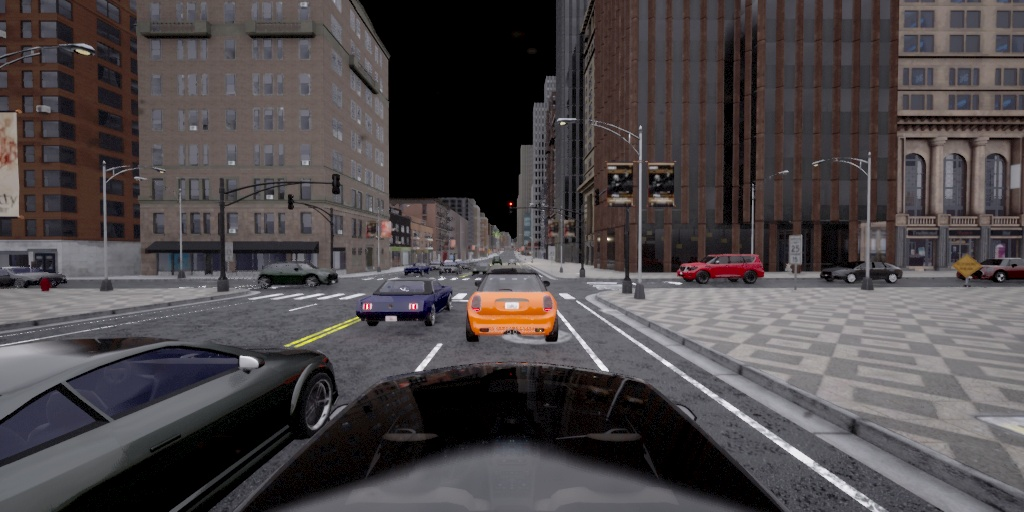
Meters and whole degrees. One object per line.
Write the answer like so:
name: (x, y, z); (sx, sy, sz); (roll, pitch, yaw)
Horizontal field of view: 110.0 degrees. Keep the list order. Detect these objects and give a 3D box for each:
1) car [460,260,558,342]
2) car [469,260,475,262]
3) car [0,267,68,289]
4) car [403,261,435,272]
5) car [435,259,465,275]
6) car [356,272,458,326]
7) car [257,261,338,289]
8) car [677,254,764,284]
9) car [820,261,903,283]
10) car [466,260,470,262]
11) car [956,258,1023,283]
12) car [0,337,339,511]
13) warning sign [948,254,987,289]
car: (0.010, 1.101, 9.934); (2.097, 1.767, 4.553); (0, 0, 0)
car: (-3.080, 1.367, 37.686); (1.895, 1.301, 4.718); (0, 0, 0)
car: (-32.893, 1.427, 23.648); (5.357, 1.411, 2.033); (0, 1, 0)
car: (-9.852, 1.367, 37.615); (1.895, 1.301, 4.718); (0, 0, 0)
car: (-6.600, 1.331, 38.822); (1.994, 1.385, 4.181); (0, 0, 0)
car: (-3.149, 1.351, 11.585); (1.895, 1.301, 4.718); (0, 0, 0)
car: (-13.892, 1.126, 23.429); (4.553, 1.767, 2.097); (-1, 0, 2)
car: (14.839, 0.876, 25.604); (5.566, 2.045, 2.150); (0, 1, 0)
car: (24.895, 1.119, 25.641); (4.892, 1.490, 1.837); (0, 1, 0)
car: (-6.600, 1.338, 48.781); (1.994, 1.385, 4.181); (0, 0, 0)
car: (35.013, 0.926, 25.671); (4.553, 1.767, 2.097); (0, 1, 0)
car: (-3.158, 1.314, 2.766); (1.994, 1.385, 4.181); (0, 0, 1)
warning sign: (25.178, 0.827, 19.839); (1.060, 1.860, 1.300); (0, 0, 0)
